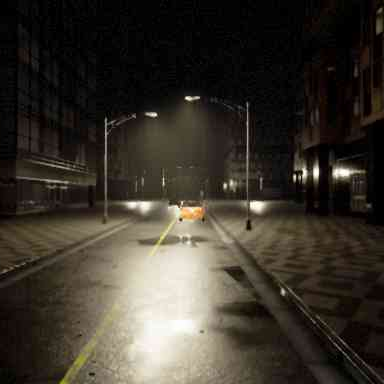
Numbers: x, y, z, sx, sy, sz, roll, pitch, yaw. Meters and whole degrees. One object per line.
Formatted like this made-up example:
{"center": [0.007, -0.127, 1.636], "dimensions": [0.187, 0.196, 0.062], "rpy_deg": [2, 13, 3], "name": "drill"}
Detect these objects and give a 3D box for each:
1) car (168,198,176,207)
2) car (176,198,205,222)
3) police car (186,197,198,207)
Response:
{"center": [-2.984, 1.776, 57.897], "dimensions": [1.812, 1.442, 4.674], "rpy_deg": [0, 0, 0], "name": "car"}
{"center": [0.009, 1.489, 27.903], "dimensions": [2.097, 1.767, 4.553], "rpy_deg": [0, 0, 0], "name": "car"}
{"center": [0.018, 1.752, 56.878], "dimensions": [2.038, 1.542, 4.974], "rpy_deg": [0, 0, 0], "name": "police car"}
